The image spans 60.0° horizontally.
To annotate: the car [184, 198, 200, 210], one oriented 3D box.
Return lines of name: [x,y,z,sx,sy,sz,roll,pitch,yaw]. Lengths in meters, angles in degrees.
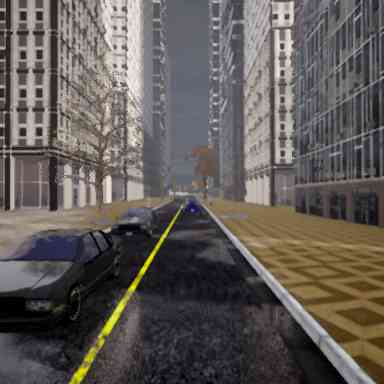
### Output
car: [0.006,1.496,43.970,2.033,1.411,5.357,0,0,0]

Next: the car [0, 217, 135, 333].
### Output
car: [-2.857,1.542,7.337,2.033,1.411,5.357,0,0,1]

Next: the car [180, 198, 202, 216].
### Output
car: [0.030,1.488,32.534,1.812,1.442,4.674,0,0,0]

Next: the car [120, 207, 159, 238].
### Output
car: [-2.876,1.530,17.968,2.033,1.411,5.357,0,0,0]

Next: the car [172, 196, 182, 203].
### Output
car: [-2.897,1.490,66.373,1.994,1.385,4.181,0,0,0]
